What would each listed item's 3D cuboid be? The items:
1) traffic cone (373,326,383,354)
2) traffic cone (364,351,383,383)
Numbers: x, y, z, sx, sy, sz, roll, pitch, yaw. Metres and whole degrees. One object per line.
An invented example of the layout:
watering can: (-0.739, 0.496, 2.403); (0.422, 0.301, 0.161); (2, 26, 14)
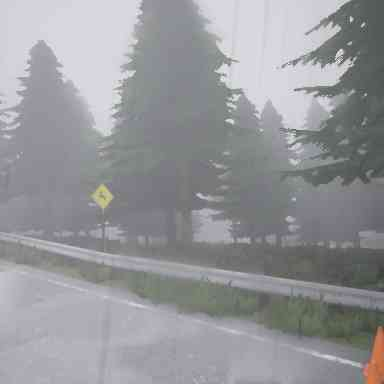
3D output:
traffic cone: (2.328, 1.956, 4.104); (0.340, 0.580, 0.340); (0, 0, 34)
traffic cone: (1.785, 1.956, 3.267); (0.340, 0.580, 0.340); (0, 0, 33)
